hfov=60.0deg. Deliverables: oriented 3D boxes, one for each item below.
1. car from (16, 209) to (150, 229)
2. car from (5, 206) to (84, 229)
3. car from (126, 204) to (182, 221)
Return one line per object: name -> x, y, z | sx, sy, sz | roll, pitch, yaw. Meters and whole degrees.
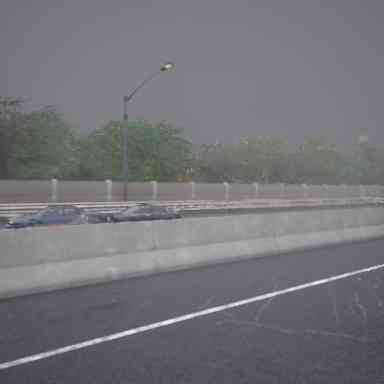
car -> -4.385, 1.584, 13.738 | 4.718, 1.301, 1.895 | 0, 0, -35
car -> -7.973, 1.525, 19.777 | 5.357, 1.411, 2.033 | 0, 0, -35
car -> -2.900, 1.479, 19.060 | 4.892, 1.490, 1.837 | 0, 0, -35
